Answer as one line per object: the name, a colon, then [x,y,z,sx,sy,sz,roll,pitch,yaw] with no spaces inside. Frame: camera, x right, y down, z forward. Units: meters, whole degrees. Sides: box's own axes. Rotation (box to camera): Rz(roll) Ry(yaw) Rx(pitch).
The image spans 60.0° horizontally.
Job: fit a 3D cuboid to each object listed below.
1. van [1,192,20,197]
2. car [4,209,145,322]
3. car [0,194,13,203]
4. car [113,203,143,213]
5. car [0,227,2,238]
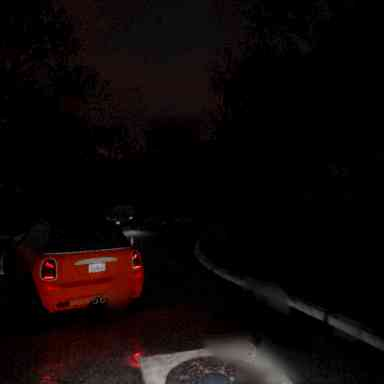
van: [-28.199,1.051,49.709,4.442,1.987,1.878,1,1,-38]
car: [-2.876,1.352,7.621,2.097,1.767,4.553,1,-1,-34]
car: [-33.205,1.053,56.368,4.792,1.488,2.163,1,1,-38]
car: [-4.241,1.465,21.353,1.812,1.442,4.674,0,1,0]
car: [-10.156,1.292,13.223,4.553,1.767,2.097,2,-1,-28]
